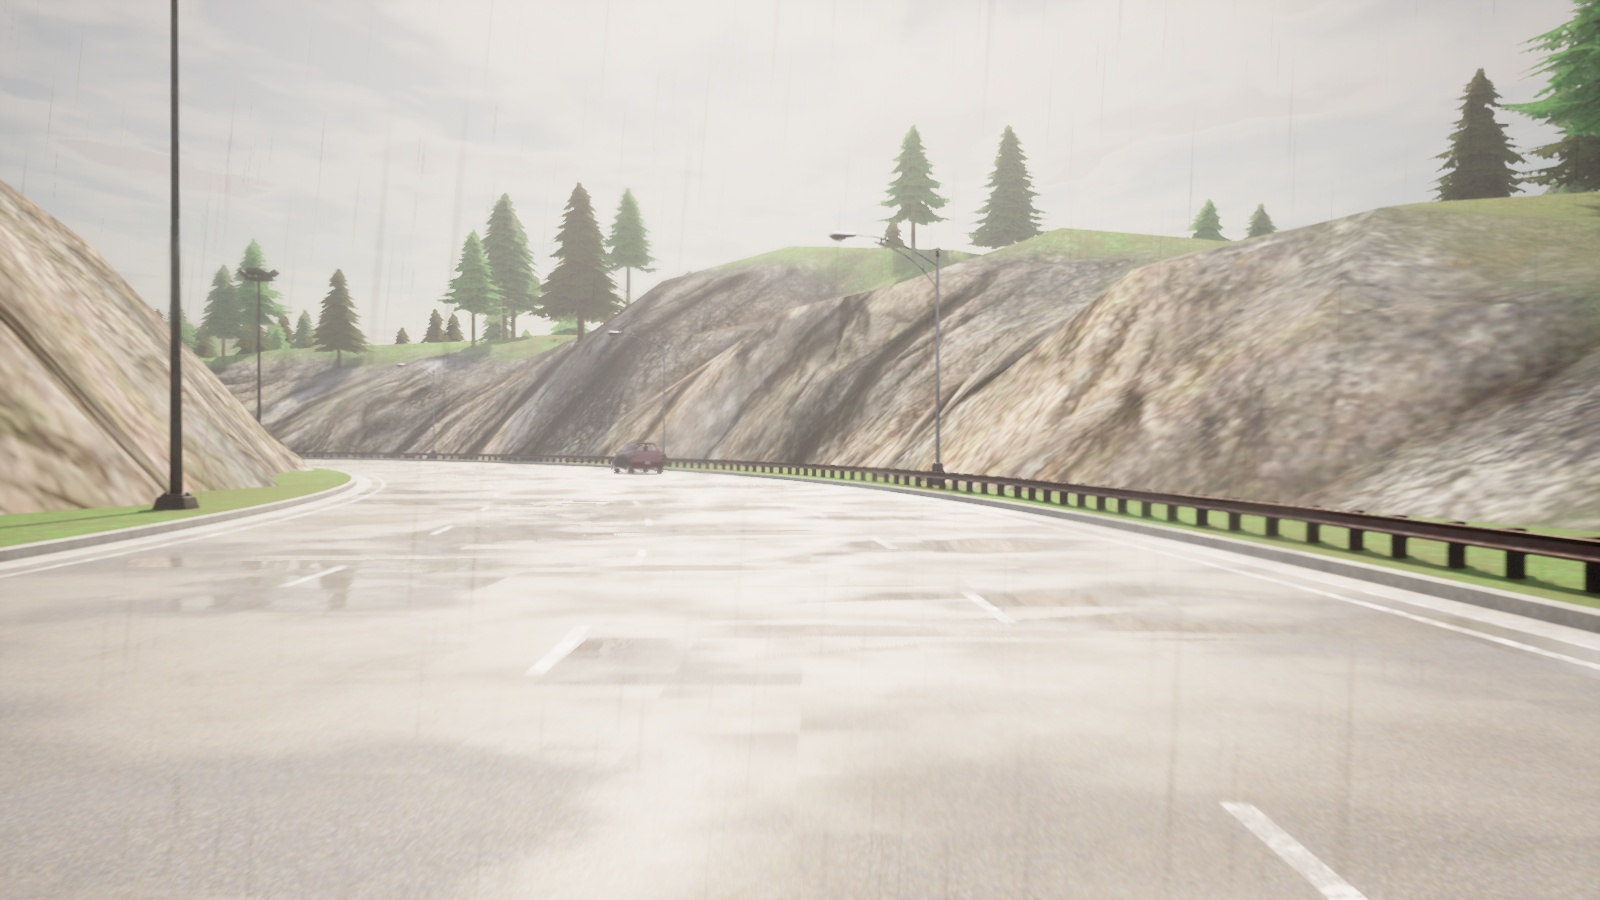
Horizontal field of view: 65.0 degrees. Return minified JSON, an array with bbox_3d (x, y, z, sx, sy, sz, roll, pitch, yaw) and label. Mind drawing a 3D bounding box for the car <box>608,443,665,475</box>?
[{"bbox_3d":[-7.969,0.394,60.933,1.845,1.501,3.633,0,0,-23],"label":"car"}]
